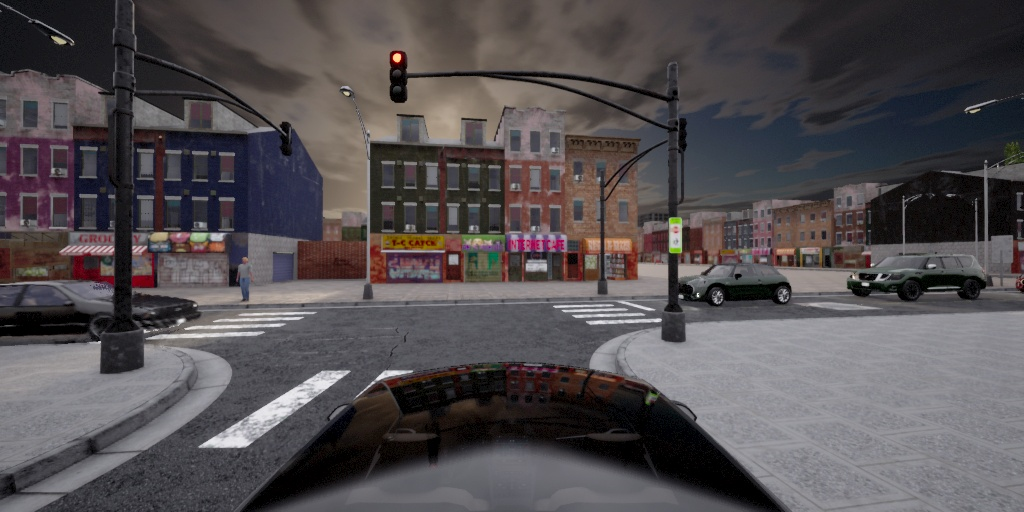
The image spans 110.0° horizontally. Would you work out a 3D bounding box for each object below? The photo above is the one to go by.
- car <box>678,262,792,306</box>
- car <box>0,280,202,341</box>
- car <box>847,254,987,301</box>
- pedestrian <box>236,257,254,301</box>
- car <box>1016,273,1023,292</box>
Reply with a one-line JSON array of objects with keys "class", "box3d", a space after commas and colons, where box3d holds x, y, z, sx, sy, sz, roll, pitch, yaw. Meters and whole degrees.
[{"class": "car", "box3d": [9.177, 1.083, 15.178, 4.553, 1.767, 2.097, 0, 0, -10]}, {"class": "car", "box3d": [-11.316, 1.321, 9.009, 5.357, 1.411, 2.033, 0, 0, -9]}, {"class": "car", "box3d": [18.778, 0.927, 16.712, 5.566, 2.045, 2.150, 0, 0, -9]}, {"class": "pedestrian", "box3d": [-11.107, 0.945, 14.977, 0.375, 1.860, 0.375, 0, 0, -9]}, {"class": "car", "box3d": [28.626, 1.034, 18.212, 4.553, 1.767, 2.097, 0, 0, -8]}]
